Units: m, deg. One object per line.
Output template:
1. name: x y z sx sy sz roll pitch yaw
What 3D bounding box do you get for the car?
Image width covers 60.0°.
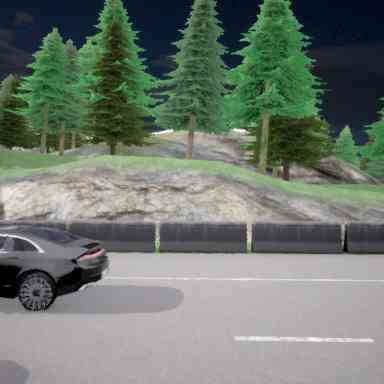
1. car: -4.267 1.492 7.144 4.902 1.511 2.128 0 0 2
